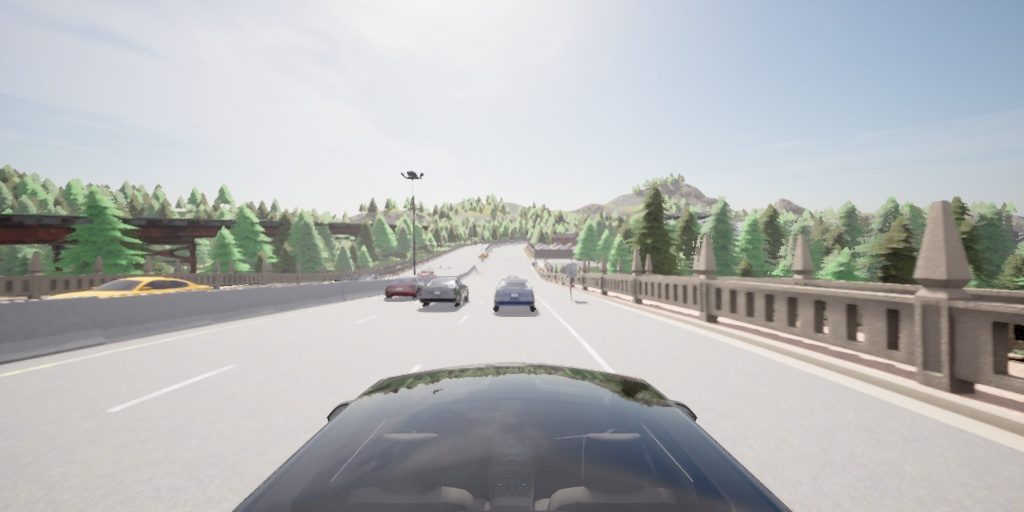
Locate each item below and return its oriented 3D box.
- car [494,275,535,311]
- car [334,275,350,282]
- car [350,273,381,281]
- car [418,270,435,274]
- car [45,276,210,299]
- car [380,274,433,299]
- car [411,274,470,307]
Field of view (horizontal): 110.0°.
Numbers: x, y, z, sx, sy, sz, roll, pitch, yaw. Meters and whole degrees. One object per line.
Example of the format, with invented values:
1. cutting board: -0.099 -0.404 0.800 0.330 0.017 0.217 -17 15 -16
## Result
1. car: 0.106 1.769 17.225 2.033 1.411 5.357 0 -3 0
2. car: -20.992 3.108 46.446 1.895 1.301 4.718 0 -3 0
3. car: -17.507 2.904 44.254 2.128 1.511 4.902 0 -3 1
4. car: -13.978 3.370 58.666 2.150 2.045 5.566 0 -3 0
5. car: -14.091 1.540 13.560 1.882 1.535 5.008 0 -3 0
6. car: -6.892 2.081 23.928 1.994 1.385 4.181 0 -3 0
7. car: -3.393 1.839 18.802 2.033 1.411 5.357 0 -3 0
